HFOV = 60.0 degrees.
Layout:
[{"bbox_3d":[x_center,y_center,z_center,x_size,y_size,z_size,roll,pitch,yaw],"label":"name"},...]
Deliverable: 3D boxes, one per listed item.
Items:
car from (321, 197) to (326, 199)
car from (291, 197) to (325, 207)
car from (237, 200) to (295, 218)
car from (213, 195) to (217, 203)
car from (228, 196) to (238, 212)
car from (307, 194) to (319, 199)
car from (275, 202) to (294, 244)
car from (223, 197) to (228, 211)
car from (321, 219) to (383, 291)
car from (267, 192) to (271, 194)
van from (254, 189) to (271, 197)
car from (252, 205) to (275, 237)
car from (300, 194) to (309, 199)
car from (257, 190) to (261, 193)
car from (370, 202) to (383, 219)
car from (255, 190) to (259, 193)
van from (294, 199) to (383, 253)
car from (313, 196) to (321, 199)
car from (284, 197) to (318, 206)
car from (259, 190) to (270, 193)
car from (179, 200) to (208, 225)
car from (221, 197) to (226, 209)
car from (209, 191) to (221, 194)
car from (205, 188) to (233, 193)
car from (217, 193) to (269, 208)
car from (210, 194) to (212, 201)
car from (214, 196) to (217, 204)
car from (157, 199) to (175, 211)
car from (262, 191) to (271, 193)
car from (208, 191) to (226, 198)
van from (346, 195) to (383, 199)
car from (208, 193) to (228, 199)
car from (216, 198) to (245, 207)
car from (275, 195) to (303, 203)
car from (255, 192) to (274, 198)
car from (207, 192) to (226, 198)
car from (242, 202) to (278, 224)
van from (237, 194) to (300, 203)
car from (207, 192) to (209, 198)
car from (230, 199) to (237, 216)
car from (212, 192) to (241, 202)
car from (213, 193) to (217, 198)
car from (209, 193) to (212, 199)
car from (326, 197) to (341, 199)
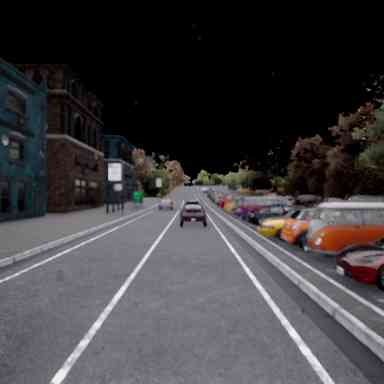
[{"bbox_3d":[19.578,1.672,41.849,5.366,1.575,1.946,0,0,0],"label":"car"},{"bbox_3d":[19.450,1.647,55.914,5.008,1.535,2.097,0,1,0],"label":"car"},{"bbox_3d":[6.256,1.624,25.159,5.008,1.535,2.097,0,0,0],"label":"car"},{"bbox_3d":[6.348,1.670,53.004,5.008,1.535,2.097,0,0,0],"label":"car"},{"bbox_3d":[6.251,1.525,33.635,4.553,1.767,2.185,0,0,0],"label":"car"},{"bbox_3d":[19.445,1.561,47.544,4.553,1.767,2.185,0,0,0],"label":"car"},{"bbox_3d":[6.178,1.457,14.026,4.553,1.767,2.185,0,0,0],"label":"car"},{"bbox_3d":[6.477,1.656,36.292,5.366,1.575,1.946,0,0,0],"label":"car"},{"bbox_3d":[6.159,1.590,8.459,4.792,1.488,2.163,0,0,0],"label":"car"},{"bbox_3d":[19.502,1.340,72.644,5.008,1.535,2.097,0,2,0],"label":"car"},{"bbox_3d":[19.452,0.344,92.023,4.442,1.987,1.878,-1,3,0],"label":"van"},{"bbox_3d":[6.034,1.591,16.810,5.366,1.575,1.946,0,0,0],"label":"car"},{"bbox_3d":[19.463,1.417,53.124,5.566,2.045,2.435,0,0,0],"label":"car"},{"bbox_3d":[19.576,0.981,83.673,4.792,1.488,2.163,0,3,0],"label":"car"},{"bbox_3d":[19.354,1.682,30.711,4.674,1.452,2.002,0,0,0],"label":"car"},{"bbox_3d":[19.561,0.863,86.582,4.674,1.452,2.002,0,3,0],"label":"car"},{"bbox_3d":[6.082,1.347,11.306,4.442,1.987,1.878,0,0,0],"label":"van"},{"bbox_3d":[19.398,1.683,44.758,5.008,1.535,2.097,0,0,0],"label":"car"},{"bbox_3d":[19.270,1.615,58.704,5.366,1.575,1.946,0,1,0],"label":"car"},{"bbox_3d":[19.723,1.062,80.881,5.366,1.575,1.946,0,2,0],"label":"car"},{"bbox_3d":[0.085,1.608,24.732,1.837,1.490,4.892,0,0,0],"label":"car"},{"bbox_3d":[6.297,1.667,39.076,5.008,1.535,2.097,0,0,0],"label":"car"},{"bbox_3d":[6.385,1.293,69.719,4.553,1.767,2.185,0,1,0],"label":"car"},{"bbox_3d":[6.486,0.817,80.857,5.566,2.045,2.435,0,2,0],"label":"car"},{"bbox_3d":[6.341,1.424,41.859,5.566,2.045,2.435,0,0,0],"label":"car"},{"bbox_3d":[6.424,1.566,64.148,4.792,1.488,2.163,0,1,0],"label":"car"},{"bbox_3d":[6.338,1.682,50.215,5.008,1.535,2.097,0,0,0],"label":"car"},{"bbox_3d":[-3.408,1.677,43.963,1.812,1.442,4.674,0,0,0],"label":"car"},{"bbox_3d":[19.712,1.167,78.087,5.366,1.575,1.946,0,2,0],"label":"car"},{"bbox_3d":[6.509,0.706,86.429,4.553,1.767,2.185,0,3,0],"label":"car"},{"bbox_3d":[19.255,1.433,36.281,4.442,1.987,1.878,0,0,0],"label":"van"},{"bbox_3d":[6.462,0.954,83.658,5.008,1.535,2.097,0,2,0],"label":"car"},{"bbox_3d":[6.367,1.689,55.793,4.674,1.452,2.002,0,0,0],"label":"car"},{"bbox_3d":[19.480,1.481,66.938,4.892,1.521,2.231,0,1,0],"label":"car"},{"bbox_3d":[19.572,0.733,89.364,4.674,1.452,2.002,0,3,0],"label":"car"},{"bbox_3d":[6.518,0.732,89.219,4.792,1.488,2.163,0,3,0],"label":"car"},{"bbox_3d":[6.235,1.614,22.376,5.008,1.535,2.097,0,0,0],"label":"car"},{"bbox_3d":[6.377,1.407,27.943,4.442,1.987,1.878,0,0,0],"label":"van"},{"bbox_3d":[6.408,1.295,75.303,4.792,1.488,2.163,0,2,0],"label":"car"},{"bbox_3d":[6.277,1.643,30.726,4.892,1.521,2.231,0,0,0],"label":"car"},{"bbox_3d":[6.416,1.458,61.359,4.553,1.767,2.185,0,1,0],"label":"car"},{"bbox_3d":[6.406,1.495,58.579,4.553,1.767,2.185,0,1,0],"label":"car"},{"bbox_3d":[6.376,1.511,66.936,4.792,1.488,2.163,0,1,0],"label":"car"},{"bbox_3d":[19.354,1.415,39.066,5.566,2.045,2.435,0,0,0],"label":"car"}]
